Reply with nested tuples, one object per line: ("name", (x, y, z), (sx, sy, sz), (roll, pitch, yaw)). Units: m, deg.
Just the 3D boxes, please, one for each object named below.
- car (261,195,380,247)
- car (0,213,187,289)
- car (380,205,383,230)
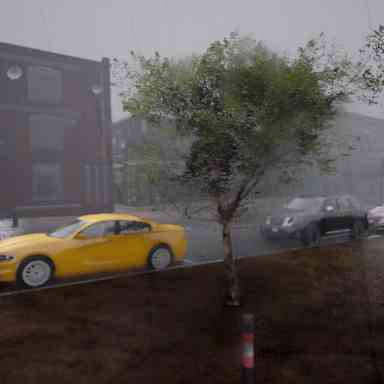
("car", (5.525, 1.142, 14.620), (5.566, 2.045, 2.435), (0, 0, -35))
("car", (-2.517, 1.353, 8.872), (5.008, 1.535, 2.097), (0, 0, -33))
("car", (11.011, 1.429, 18.543), (4.674, 1.452, 2.002), (0, 0, -35))
